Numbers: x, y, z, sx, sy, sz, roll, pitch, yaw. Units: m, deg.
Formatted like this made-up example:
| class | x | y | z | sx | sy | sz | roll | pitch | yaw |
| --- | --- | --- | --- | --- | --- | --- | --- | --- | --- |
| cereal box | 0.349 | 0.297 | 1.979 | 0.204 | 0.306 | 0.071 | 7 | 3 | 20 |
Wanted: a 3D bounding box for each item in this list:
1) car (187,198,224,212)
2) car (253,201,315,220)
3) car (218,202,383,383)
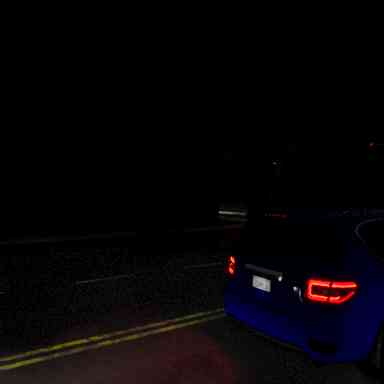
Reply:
| class | x | y | z | sx | sy | sz | roll | pitch | yaw |
| --- | --- | --- | --- | --- | --- | --- | --- | --- | --- |
| car | 1.540 | 1.488 | 39.994 | 2.128 | 1.511 | 4.902 | 0 | 0 | -31 |
| car | 7.942 | 1.547 | 29.232 | 2.033 | 1.411 | 5.357 | 0 | 0 | -31 |
| car | 3.109 | 1.221 | 5.558 | 5.566 | 2.045 | 2.150 | 0 | 0 | -33 |
